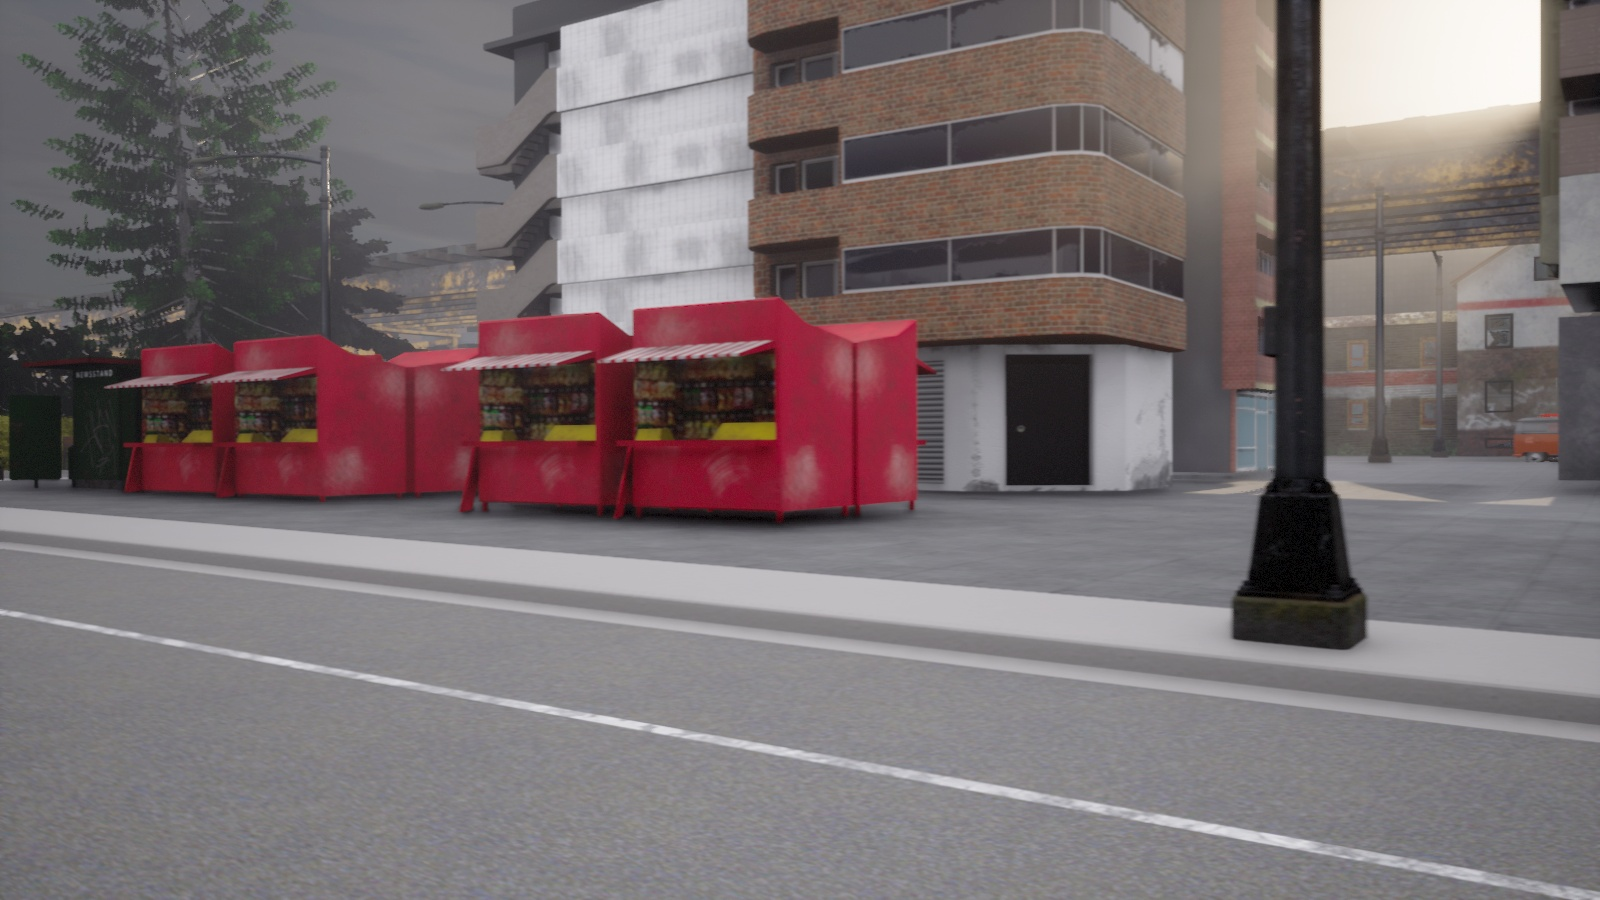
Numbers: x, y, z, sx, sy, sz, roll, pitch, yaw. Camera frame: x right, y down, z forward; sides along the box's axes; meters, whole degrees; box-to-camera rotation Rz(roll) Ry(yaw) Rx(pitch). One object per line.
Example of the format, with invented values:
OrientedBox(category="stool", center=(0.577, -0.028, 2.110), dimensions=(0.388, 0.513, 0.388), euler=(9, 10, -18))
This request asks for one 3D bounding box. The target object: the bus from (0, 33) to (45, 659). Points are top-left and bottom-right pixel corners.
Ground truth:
OrientedBox(category="bus", center=(-10.470, -0.692, 10.537), dimensions=(10.273, 4.253, 3.944), euler=(0, 1, 40))

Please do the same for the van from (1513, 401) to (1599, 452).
OrientedBox(category="van", center=(31.624, -0.955, 51.041), dimensions=(4.442, 1.987, 1.775), euler=(-1, 0, 34))
